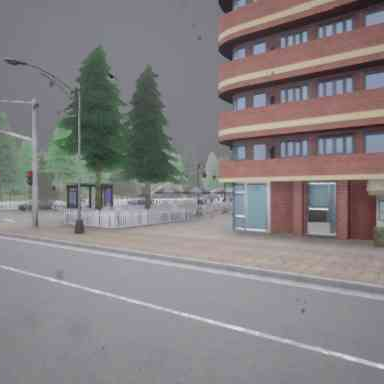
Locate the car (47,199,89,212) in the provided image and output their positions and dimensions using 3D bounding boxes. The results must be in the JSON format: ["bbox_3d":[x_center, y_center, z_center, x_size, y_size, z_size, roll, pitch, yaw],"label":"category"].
[{"bbox_3d":[-13.478,1.484,37.793,1.812,1.442,4.674,0,0,36],"label":"car"}]

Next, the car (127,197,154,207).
[{"bbox_3d":[-7.855,1.485,51.110,1.812,1.442,4.674,0,0,40],"label":"car"}]

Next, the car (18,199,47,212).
[{"bbox_3d":[-17.526,1.523,38.123,1.994,1.385,4.181,0,0,36],"label":"car"}]

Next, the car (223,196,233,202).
[{"bbox_3d":[8.141,1.498,63.710,4.674,1.442,1.812,0,0,-25],"label":"car"}]

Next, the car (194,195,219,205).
[{"bbox_3d":[2.458,1.308,56.112,4.553,1.767,2.097,0,0,-35],"label":"car"}]
